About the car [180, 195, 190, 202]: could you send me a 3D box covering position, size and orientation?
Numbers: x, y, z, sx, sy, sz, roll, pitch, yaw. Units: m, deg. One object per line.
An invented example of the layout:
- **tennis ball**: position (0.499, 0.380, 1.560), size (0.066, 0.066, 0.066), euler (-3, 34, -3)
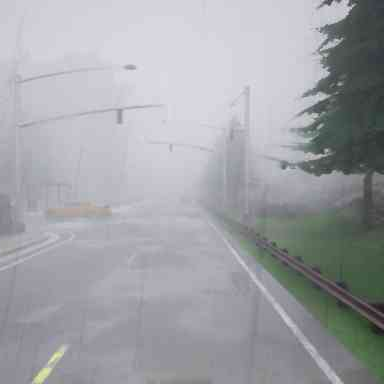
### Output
- **car**: position (-1.331, 1.201, 62.541), size (1.994, 1.385, 4.181), euler (0, 0, -1)

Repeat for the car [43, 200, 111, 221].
- **car**: position (-8.724, 1.338, 25.378), size (5.008, 1.535, 1.882), euler (0, -1, 4)
